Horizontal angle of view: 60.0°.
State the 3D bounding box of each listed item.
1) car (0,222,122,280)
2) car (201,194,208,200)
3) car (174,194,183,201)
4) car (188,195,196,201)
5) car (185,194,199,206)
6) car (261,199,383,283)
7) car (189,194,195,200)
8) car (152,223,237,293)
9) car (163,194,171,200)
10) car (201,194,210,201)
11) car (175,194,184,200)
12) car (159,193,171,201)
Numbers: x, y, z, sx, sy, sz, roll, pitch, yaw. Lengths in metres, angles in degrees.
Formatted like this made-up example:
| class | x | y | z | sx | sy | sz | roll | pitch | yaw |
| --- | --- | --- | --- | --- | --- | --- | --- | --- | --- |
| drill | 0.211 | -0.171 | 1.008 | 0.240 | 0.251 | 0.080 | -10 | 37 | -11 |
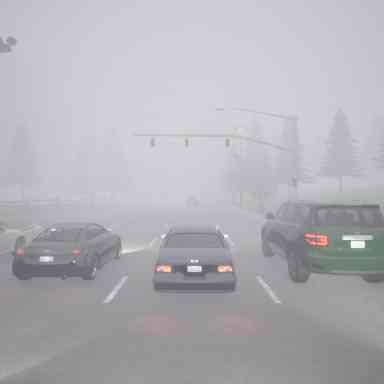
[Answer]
| class | x | y | z | sx | sy | sz | roll | pitch | yaw |
| --- | --- | --- | --- | --- | --- | --- | --- | --- | --- |
| car | -3.433 | 1.564 | 9.921 | 1.994 | 1.385 | 4.181 | 0 | 0 | 1 |
| car | 3.509 | 1.310 | 94.097 | 1.882 | 1.535 | 5.008 | 0 | 0 | 0 |
| car | -3.492 | 1.517 | 84.095 | 1.812 | 1.442 | 4.674 | 0 | 0 | 0 |
| car | 0.008 | 1.531 | 83.678 | 2.033 | 1.411 | 5.357 | 0 | 0 | 0 |
| car | 0.003 | 1.352 | 53.035 | 2.097 | 1.767 | 4.553 | 0 | 0 | 0 |
| car | 3.572 | 1.221 | 9.816 | 2.150 | 2.045 | 5.566 | 0 | 0 | 0 |
| car | 0.009 | 1.310 | 94.098 | 1.882 | 1.535 | 5.008 | 0 | 0 | 0 |
| car | 0.067 | 1.547 | 8.996 | 2.033 | 1.411 | 5.357 | 0 | 0 | 0 |
| car | -6.991 | 1.385 | 94.098 | 1.994 | 1.385 | 4.181 | 0 | 0 | 0 |
| car | 3.508 | 1.492 | 83.677 | 1.837 | 1.490 | 4.892 | 0 | 0 | 0 |
| car | -3.491 | 1.358 | 94.098 | 2.128 | 1.511 | 4.902 | 0 | 0 | 0 |
| car | -6.992 | 1.217 | 83.708 | 2.150 | 2.045 | 5.566 | 0 | 0 | 0 |
